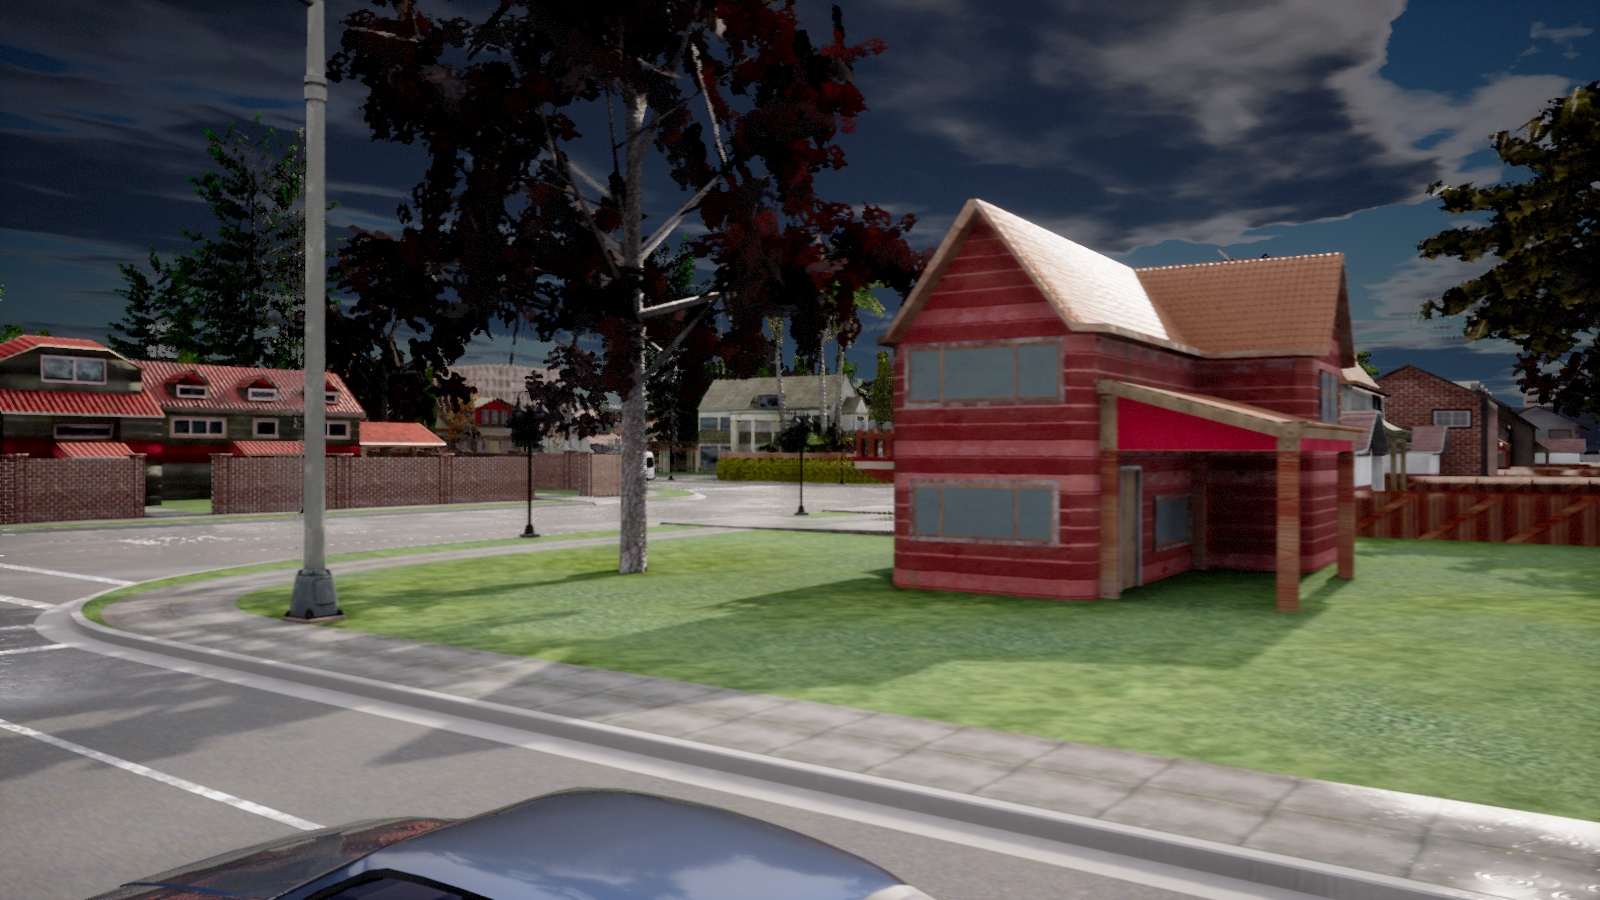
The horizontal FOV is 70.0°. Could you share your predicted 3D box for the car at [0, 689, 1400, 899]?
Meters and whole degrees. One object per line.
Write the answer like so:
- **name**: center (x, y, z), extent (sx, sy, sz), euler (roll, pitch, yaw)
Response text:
- **car**: center (-0.869, 2.108, 4.300), extent (5.357, 1.411, 2.033), euler (0, 0, 36)
